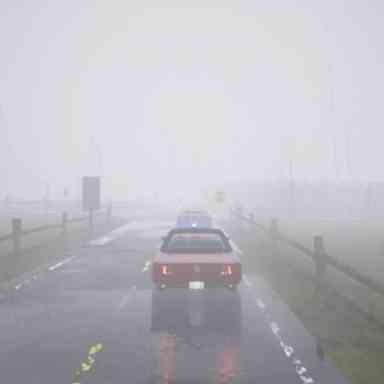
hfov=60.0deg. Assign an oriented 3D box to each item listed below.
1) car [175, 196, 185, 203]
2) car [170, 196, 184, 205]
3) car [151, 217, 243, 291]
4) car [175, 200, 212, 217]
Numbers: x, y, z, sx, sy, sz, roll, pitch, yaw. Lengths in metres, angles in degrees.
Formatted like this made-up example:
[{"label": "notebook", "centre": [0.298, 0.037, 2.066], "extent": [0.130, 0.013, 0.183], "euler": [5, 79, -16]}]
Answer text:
[{"label": "car", "centre": [-2.735, 1.600, 74.936], "extent": [2.033, 1.411, 5.357], "euler": [0, 0, 0]}, {"label": "car", "centre": [-2.795, 1.603, 59.821], "extent": [1.994, 1.385, 4.181], "euler": [0, 0, 0]}, {"label": "car", "centre": [0.103, 1.603, 8.964], "extent": [1.895, 1.301, 4.718], "euler": [0, 0, 0]}, {"label": "car", "centre": [0.102, 1.483, 18.884], "extent": [1.882, 1.535, 5.008], "euler": [0, 0, 0]}]
